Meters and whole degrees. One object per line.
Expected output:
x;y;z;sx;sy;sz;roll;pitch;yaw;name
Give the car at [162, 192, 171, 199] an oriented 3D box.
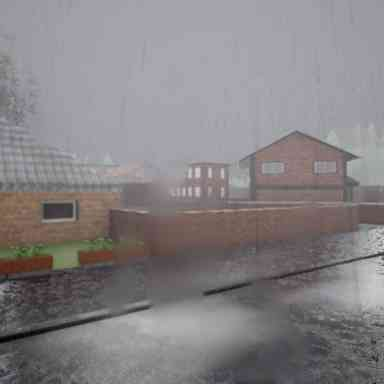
-3.729;0.980;46.163;1.905;1.878;3.866;0;0;-35;car
